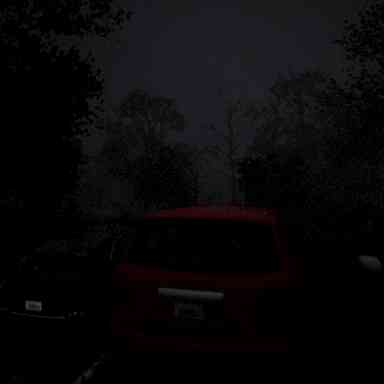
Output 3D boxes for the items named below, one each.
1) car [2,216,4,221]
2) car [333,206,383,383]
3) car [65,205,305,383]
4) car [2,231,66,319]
[{"bbox_3d":[-20.714,2.366,34.164,1.895,1.301,4.718,1,-3,-15],"label":"car"},{"bbox_3d":[3.088,1.242,3.896,2.435,2.045,5.566,1,-1,15],"label":"car"},{"bbox_3d":[0.670,1.236,5.676,2.435,2.045,5.566,0,-1,15],"label":"car"},{"bbox_3d":[-1.770,1.481,7.354,2.231,1.521,4.892,0,-1,15],"label":"car"}]
